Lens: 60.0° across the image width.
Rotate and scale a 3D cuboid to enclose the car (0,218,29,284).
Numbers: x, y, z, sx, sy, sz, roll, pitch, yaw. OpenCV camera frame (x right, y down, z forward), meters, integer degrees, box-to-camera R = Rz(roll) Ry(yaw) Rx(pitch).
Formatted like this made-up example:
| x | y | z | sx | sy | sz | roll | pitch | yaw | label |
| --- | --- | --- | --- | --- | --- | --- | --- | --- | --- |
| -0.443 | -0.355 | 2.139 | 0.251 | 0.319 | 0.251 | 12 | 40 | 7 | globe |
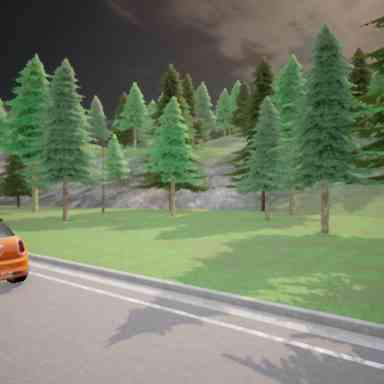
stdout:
| x | y | z | sx | sy | sz | roll | pitch | yaw | label |
| --- | --- | --- | --- | --- | --- | --- | --- | --- | --- |
| -6.134 | 1.338 | 8.341 | 4.553 | 1.767 | 2.097 | 0 | 0 | 35 | car |
